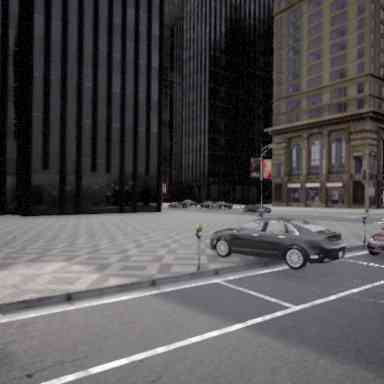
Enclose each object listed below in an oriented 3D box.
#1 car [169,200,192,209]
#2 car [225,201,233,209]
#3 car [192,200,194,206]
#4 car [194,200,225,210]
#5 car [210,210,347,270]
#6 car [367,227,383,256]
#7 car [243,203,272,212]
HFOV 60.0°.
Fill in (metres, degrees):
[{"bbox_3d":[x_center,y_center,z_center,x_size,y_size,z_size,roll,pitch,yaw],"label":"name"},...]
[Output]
[{"bbox_3d":[-2.537,2.484,61.840,1.994,1.385,4.181,1,-1,-35],"label":"car"},{"bbox_3d":[5.514,2.449,61.810,1.837,1.490,4.892,1,-2,-35],"label":"car"},{"bbox_3d":[-0.608,2.382,70.362,1.837,1.490,4.892,1,-1,-35],"label":"car"},{"bbox_3d":[3.062,2.388,59.644,2.128,1.511,4.902,1,-1,-35],"label":"car"},{"bbox_3d":[2.509,1.469,10.569,2.008,1.369,4.403,0,-1,-45],"label":"car"},{"bbox_3d":[8.339,1.718,12.593,4.206,1.307,1.802,1,0,-35],"label":"car"},{"bbox_3d":[8.905,2.250,45.537,1.994,1.385,4.181,1,-1,-35],"label":"car"}]
